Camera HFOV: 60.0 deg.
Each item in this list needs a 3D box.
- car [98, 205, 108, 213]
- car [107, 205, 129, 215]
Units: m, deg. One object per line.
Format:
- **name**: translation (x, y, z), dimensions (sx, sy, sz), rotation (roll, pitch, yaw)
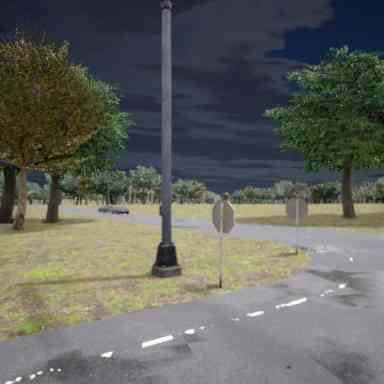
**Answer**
- **car**: translation (-15.857, 3.059, 61.465), dimensions (2.128, 1.511, 4.902), rotation (2, -2, -33)
- **car**: translation (-12.075, 3.018, 55.672), dimensions (1.994, 1.385, 4.181), rotation (2, -2, -32)
